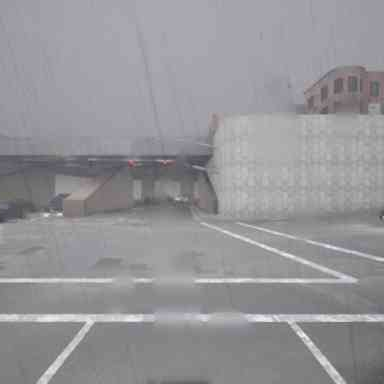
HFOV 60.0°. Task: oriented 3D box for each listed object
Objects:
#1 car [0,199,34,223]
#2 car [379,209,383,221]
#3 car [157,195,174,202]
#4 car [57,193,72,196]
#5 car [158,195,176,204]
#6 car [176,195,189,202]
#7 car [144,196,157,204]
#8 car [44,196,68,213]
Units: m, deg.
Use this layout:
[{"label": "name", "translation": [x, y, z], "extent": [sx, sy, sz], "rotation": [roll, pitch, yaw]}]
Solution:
[{"label": "car", "translation": [-14.506, 1.539, 25.633], "extent": [2.033, 1.411, 5.357], "rotation": [0, 0, -4]}, {"label": "car", "translation": [12.783, 0.867, 18.231], "extent": [4.674, 1.442, 1.812], "rotation": [-7, 0, -1]}, {"label": "car", "translation": [-5.967, 1.476, 75.436], "extent": [1.837, 1.490, 4.892], "rotation": [0, 0, 24]}, {"label": "car", "translation": [-18.763, 1.205, 48.977], "extent": [2.150, 2.045, 5.566], "rotation": [0, 0, -1]}, {"label": "car", "translation": [-4.769, 1.472, 62.563], "extent": [2.128, 1.511, 4.902], "rotation": [0, 0, 2]}, {"label": "car", "translation": [-2.287, 1.500, 75.182], "extent": [1.812, 1.442, 4.674], "rotation": [0, 0, 28]}, {"label": "car", "translation": [-8.112, 1.527, 65.004], "extent": [2.033, 1.411, 5.357], "rotation": [0, 0, 4]}, {"label": "car", "translation": [-14.960, 1.514, 37.577], "extent": [1.812, 1.442, 4.674], "rotation": [0, 0, -1]}]
